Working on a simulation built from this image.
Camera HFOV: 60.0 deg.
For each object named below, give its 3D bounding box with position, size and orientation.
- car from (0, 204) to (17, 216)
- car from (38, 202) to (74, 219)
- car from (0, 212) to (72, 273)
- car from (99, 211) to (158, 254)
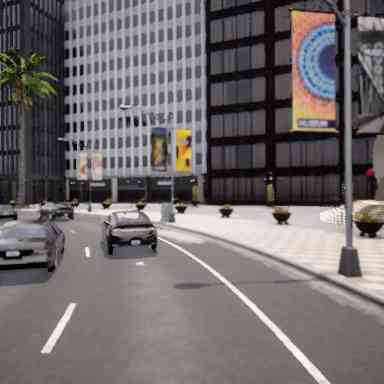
[{"bbox_3d":[-16.883,1.738,29.032,4.181,1.385,1.994,-1,0,43],"label":"car"},{"bbox_3d":[-11.940,1.637,29.041,1.837,1.490,4.892,0,-1,-42],"label":"car"},{"bbox_3d":[-5.211,1.603,10.730,2.033,1.411,5.357,0,0,-17],"label":"car"},{"bbox_3d":[-2.712,1.530,13.760,2.128,1.511,4.902,0,0,-19],"label":"car"}]
